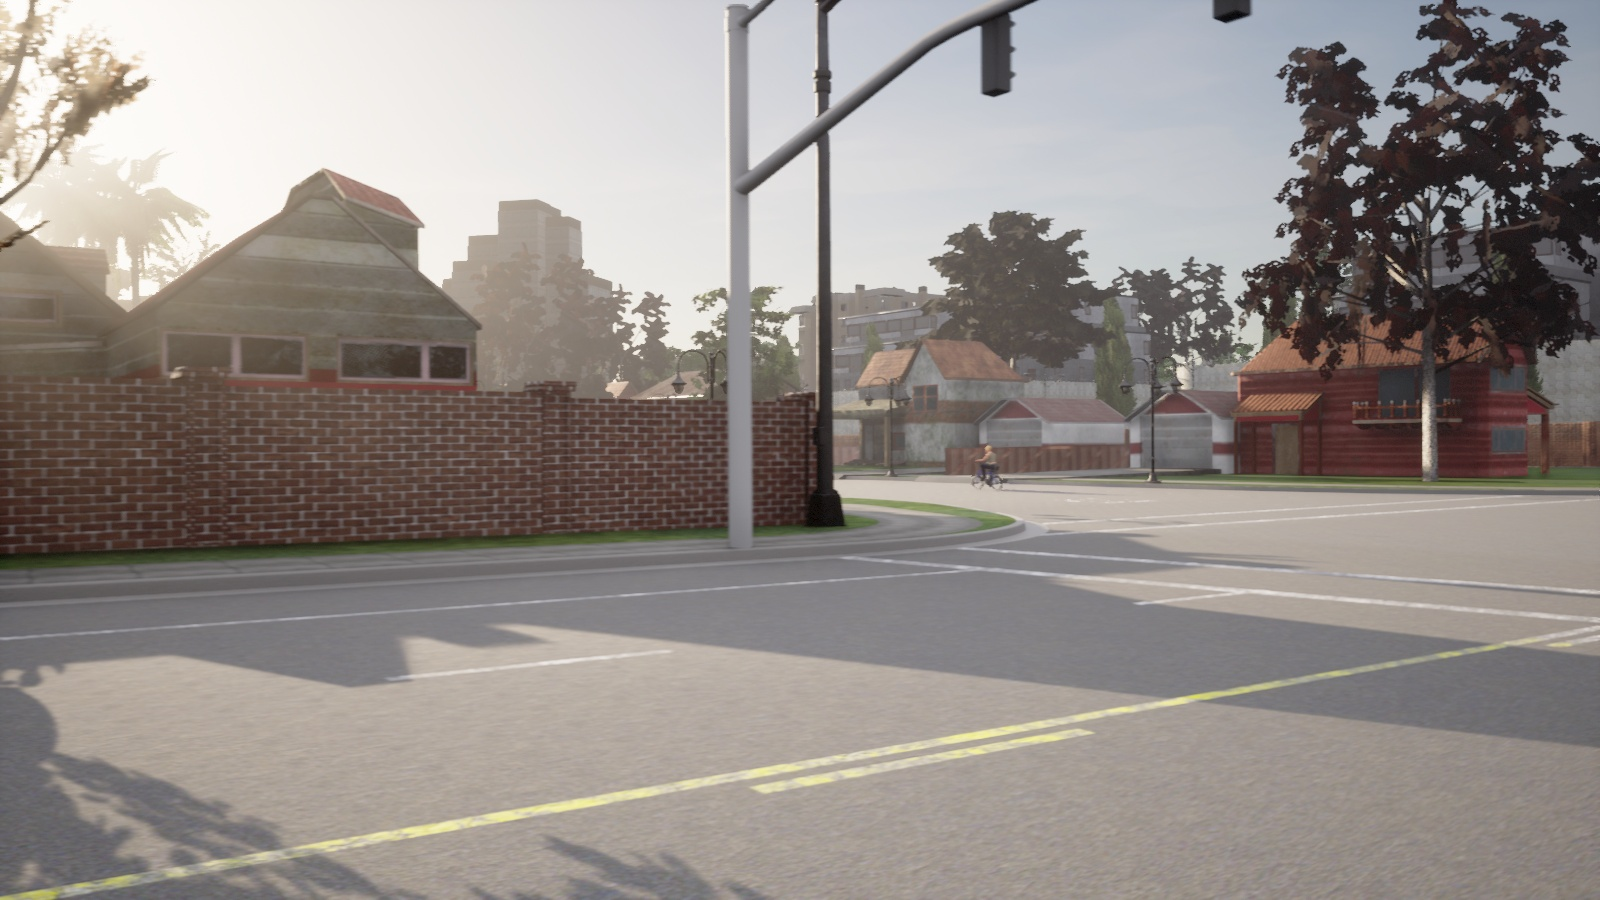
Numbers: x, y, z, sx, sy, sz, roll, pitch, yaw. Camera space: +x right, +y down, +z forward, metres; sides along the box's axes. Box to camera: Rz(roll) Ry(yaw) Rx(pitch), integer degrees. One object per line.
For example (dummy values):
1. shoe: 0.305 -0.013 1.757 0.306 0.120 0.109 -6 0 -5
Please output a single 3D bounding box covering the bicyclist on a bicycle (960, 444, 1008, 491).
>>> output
1. bicyclist on a bicycle: 6.577 0.618 44.924 0.866 1.612 1.509 -1 0 -36
